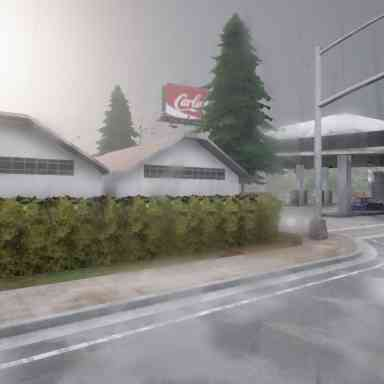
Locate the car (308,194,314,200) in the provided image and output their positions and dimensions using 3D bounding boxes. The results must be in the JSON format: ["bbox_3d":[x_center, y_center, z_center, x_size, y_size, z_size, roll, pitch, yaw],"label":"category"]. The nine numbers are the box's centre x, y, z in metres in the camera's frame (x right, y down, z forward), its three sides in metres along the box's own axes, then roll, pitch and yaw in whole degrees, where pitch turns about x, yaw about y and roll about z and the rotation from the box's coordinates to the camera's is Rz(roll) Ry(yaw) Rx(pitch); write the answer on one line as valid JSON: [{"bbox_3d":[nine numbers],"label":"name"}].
[{"bbox_3d":[31.778,1.330,88.820,2.152,1.636,5.027,0,0,-36],"label":"car"}]

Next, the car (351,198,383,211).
[{"bbox_3d":[20.761,1.480,39.315,4.611,1.667,2.242,0,0,-36],"label":"car"}]
